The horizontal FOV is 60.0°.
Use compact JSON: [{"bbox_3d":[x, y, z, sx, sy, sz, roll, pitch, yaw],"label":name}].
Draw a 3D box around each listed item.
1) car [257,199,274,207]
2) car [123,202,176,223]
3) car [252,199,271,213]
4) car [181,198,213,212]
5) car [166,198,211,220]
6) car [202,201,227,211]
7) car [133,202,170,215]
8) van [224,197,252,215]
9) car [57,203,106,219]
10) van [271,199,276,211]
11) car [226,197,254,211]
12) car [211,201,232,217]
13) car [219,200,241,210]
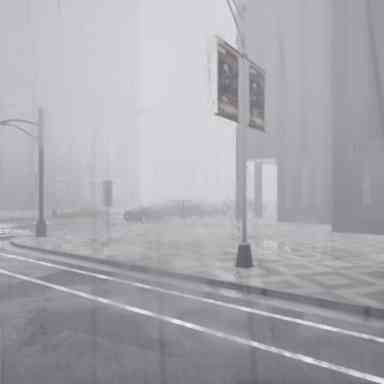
[{"bbox_3d":[15.141,2.311,68.547,1.967,1.590,4.097,-1,-1,36],"label":"car"},{"bbox_3d":[-3.703,1.808,27.706,1.887,1.381,4.507,-1,-1,36],"label":"car"},{"bbox_3d":[8.188,1.853,44.222,2.192,1.841,5.009,-1,-1,36],"label":"car"},{"bbox_3d":[0.781,1.861,48.566,2.192,1.841,5.009,-1,-1,36],"label":"car"},{"bbox_3d":[-0.731,1.648,31.839,2.192,1.841,5.009,-1,-1,36],"label":"car"},{"bbox_3d":[3.633,2.155,52.530,1.887,1.381,4.507,-1,-1,36],"label":"car"},{"bbox_3d":[-4.920,1.965,40.626,2.008,1.369,4.403,-1,-1,36],"label":"car"},{"bbox_3d":[5.215,1.811,40.094,1.690,1.788,3.998,-1,-1,36],"label":"van"},{"bbox_3d":[-10.721,1.805,32.553,1.752,1.417,4.829,-1,-1,36],"label":"car"},{"bbox_3d":[14.135,2.014,52.477,1.690,1.788,3.998,-1,-1,36],"label":"van"},{"bbox_3d":[7.813,1.872,53.649,2.150,2.045,5.566,0,-1,36],"label":"car"},{"bbox_3d":[2.243,1.983,35.961,1.802,1.307,4.206,-1,-1,36],"label":"car"},{"bbox_3d":[6.483,2.116,56.499,1.967,1.590,4.097,-1,-1,36],"label":"car"}]
